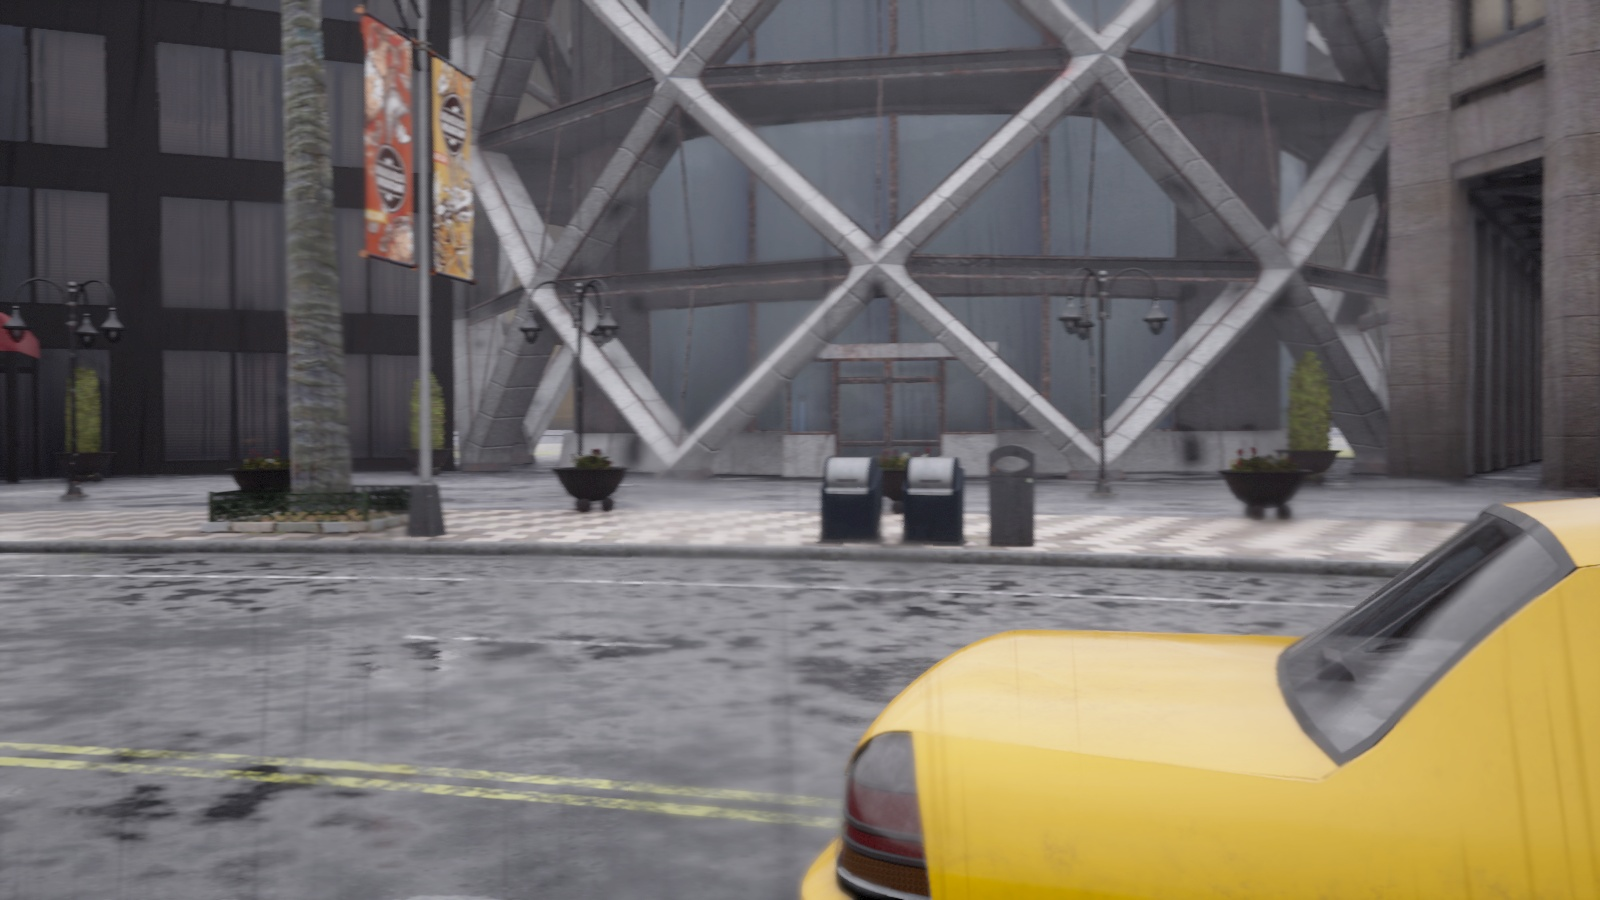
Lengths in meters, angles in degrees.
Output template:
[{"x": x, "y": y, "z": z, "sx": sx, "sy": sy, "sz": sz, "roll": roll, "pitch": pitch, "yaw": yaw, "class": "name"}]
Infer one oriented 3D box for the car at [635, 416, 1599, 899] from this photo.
[{"x": 2.507, "y": 0.732, "z": 2.315, "sx": 5.366, "sy": 1.575, "sz": 1.801, "roll": 1, "pitch": 1, "yaw": 21, "class": "car"}]
